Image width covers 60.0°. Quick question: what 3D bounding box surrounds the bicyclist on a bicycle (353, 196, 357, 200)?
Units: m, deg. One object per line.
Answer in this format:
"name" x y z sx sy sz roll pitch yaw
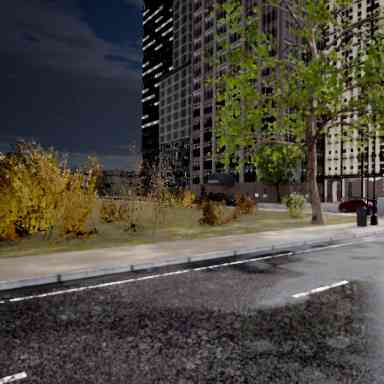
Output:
"bicyclist on a bicycle" 23.111 1.390 47.018 1.656 1.620 0.582 1 0 -34

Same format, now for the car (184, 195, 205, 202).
"car" 0.528 1.387 73.053 2.033 1.411 5.357 1 0 -34

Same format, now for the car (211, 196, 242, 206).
"car" 5.547 1.460 53.726 2.033 1.411 5.357 1 0 -34

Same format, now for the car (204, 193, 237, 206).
"car" 4.605 1.092 49.296 2.150 2.045 5.566 1 0 -34

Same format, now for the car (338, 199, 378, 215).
"car" 16.362 1.427 31.745 1.812 1.442 4.674 1 0 -34

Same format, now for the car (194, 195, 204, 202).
"car" 2.740 1.298 64.009 2.097 1.767 4.553 1 0 -33
